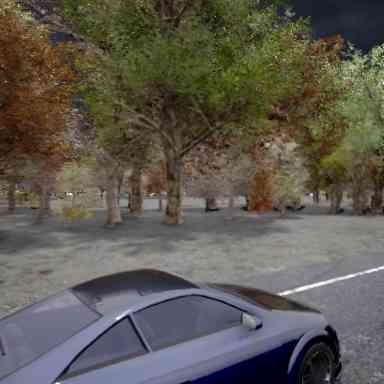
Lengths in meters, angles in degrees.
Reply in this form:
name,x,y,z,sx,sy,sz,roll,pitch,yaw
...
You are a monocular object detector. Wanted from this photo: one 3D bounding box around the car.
name,x,y,z,sx,sy,sz,roll,pitch,yaw
car,-0.276,1.575,3.548,4.181,1.385,1.994,0,0,-35
